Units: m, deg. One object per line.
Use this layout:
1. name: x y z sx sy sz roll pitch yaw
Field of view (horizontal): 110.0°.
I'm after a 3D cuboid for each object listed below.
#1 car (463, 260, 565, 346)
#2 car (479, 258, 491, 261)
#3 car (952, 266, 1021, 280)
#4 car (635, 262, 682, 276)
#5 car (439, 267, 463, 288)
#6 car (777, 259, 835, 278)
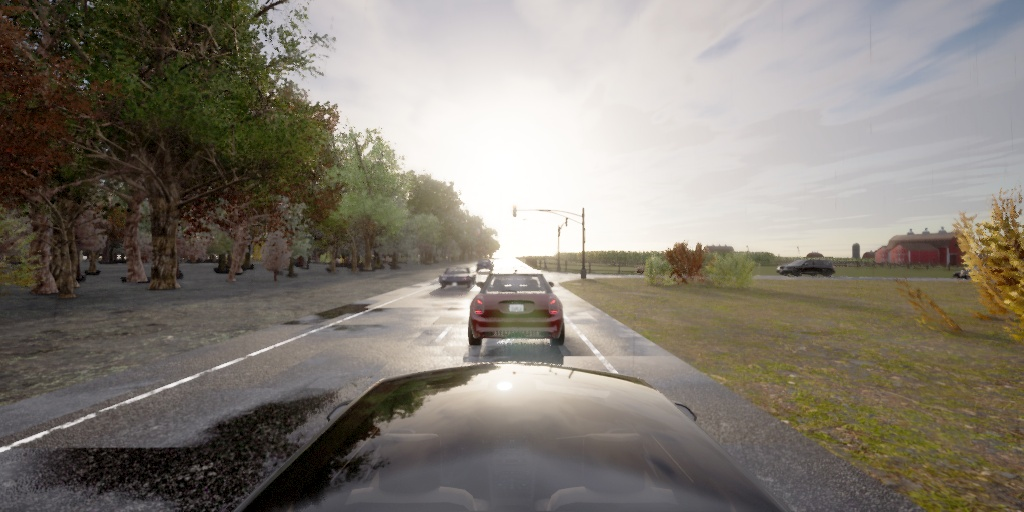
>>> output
1. car: 0.095 1.103 9.581 2.097 1.767 4.553 0 0 0
2. car: -3.421 1.103 46.832 2.097 1.767 4.553 0 0 0
3. car: 49.622 1.777 37.121 4.902 1.511 2.128 1 -1 0
4. car: 16.694 1.464 40.918 5.008 1.535 1.882 1 -1 2
5. car: -3.408 1.353 23.431 1.895 1.301 4.718 0 0 0
6. car: 33.429 1.392 40.785 5.566 2.045 2.150 1 -1 0
